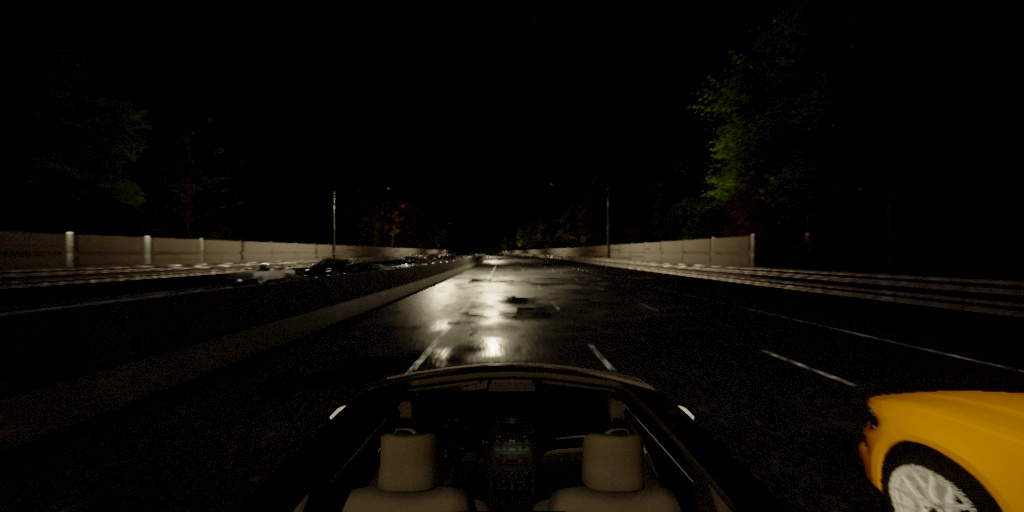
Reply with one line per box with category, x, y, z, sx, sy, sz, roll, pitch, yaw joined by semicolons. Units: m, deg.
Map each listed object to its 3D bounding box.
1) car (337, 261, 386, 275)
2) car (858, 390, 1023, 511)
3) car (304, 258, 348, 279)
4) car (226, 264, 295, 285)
car;-10.739;1.244;26.597;1.895;1.301;4.718;0;1;-1
car;3.592;1.218;0.656;1.882;1.535;5.008;0;0;0
car;-14.252;0.983;28.158;2.097;1.767;4.553;0;1;0
car;-17.728;1.264;25.562;1.895;1.301;4.718;0;1;-1
